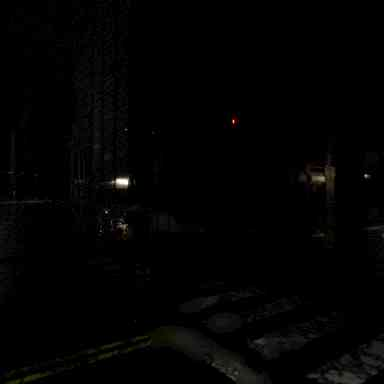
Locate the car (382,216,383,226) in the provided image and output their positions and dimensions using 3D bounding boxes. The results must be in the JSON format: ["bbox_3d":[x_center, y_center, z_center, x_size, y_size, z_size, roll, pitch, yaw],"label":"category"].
[{"bbox_3d":[14.478,1.576,22.031,4.674,1.442,1.812,0,0,-35],"label":"car"}]

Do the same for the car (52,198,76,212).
[{"bbox_3d":[-15.478,1.724,41.408,2.033,1.411,5.357,1,-1,-34],"label":"car"}]

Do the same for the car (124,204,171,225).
[{"bbox_3d":[-3.370,1.607,24.360,1.812,1.442,4.674,1,-1,-37],"label":"car"}]

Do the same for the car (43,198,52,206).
[{"bbox_3d":[-26.506,1.802,62.428,2.128,1.511,4.902,1,-1,-36],"label":"car"}]

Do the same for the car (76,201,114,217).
[{"bbox_3d":[-9.324,1.620,32.722,2.128,1.511,4.902,1,-1,-36],"label":"car"}]
